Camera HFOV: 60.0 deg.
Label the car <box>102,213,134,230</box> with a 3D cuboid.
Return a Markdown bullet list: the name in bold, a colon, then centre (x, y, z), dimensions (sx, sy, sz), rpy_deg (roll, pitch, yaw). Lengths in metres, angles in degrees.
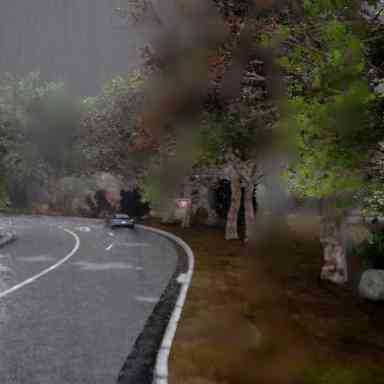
- **car**: centre (-6.342, 2.450, 28.454), dimensions (1.994, 1.385, 4.181), rpy_deg (2, -2, -26)
